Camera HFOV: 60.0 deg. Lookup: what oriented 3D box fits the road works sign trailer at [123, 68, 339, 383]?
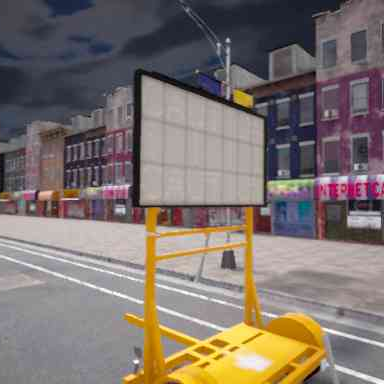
[{"bbox_3d":[0.076,0.582,4.138,2.880,3.560,2.380,-1,-2,42],"label":"road works sign trailer"}]
